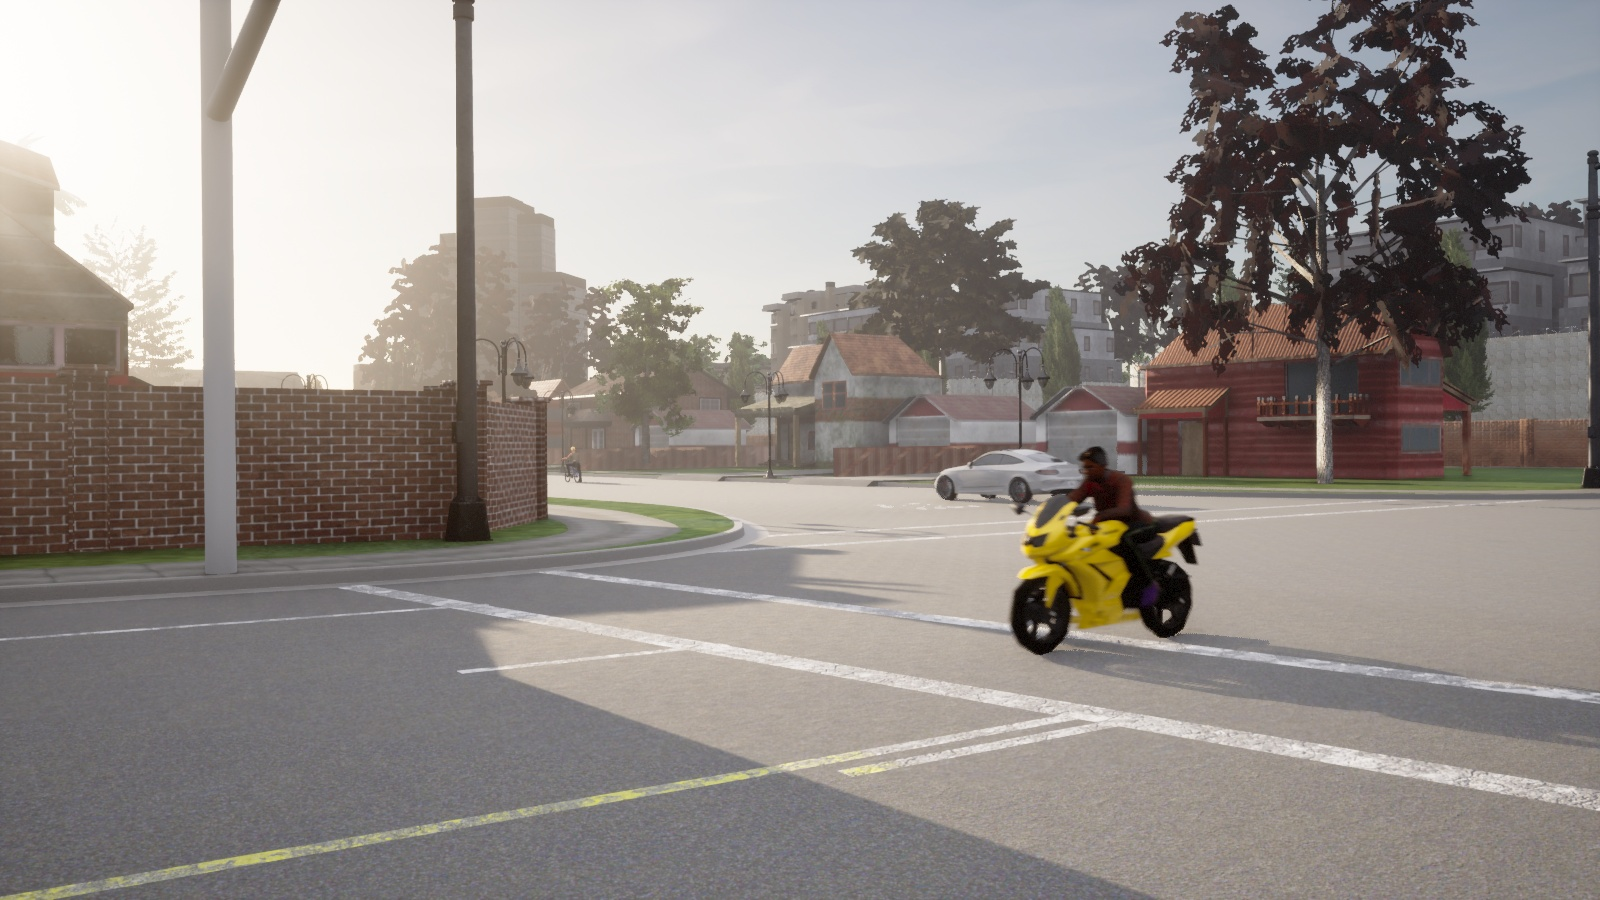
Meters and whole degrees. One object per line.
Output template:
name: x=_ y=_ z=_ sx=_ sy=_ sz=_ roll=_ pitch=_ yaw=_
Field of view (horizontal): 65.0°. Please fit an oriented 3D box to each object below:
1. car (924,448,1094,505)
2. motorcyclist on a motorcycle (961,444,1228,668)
car: x=5.694 y=0.683 z=34.742 sx=1.812 sy=1.442 sz=4.674 roll=-1 pitch=0 yaw=-36
motorcyclist on a motorcycle: x=2.254 y=0.723 z=9.494 sx=2.044 sy=1.523 sz=0.797 roll=0 pitch=0 yaw=-35
